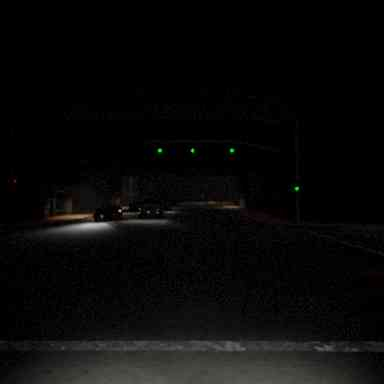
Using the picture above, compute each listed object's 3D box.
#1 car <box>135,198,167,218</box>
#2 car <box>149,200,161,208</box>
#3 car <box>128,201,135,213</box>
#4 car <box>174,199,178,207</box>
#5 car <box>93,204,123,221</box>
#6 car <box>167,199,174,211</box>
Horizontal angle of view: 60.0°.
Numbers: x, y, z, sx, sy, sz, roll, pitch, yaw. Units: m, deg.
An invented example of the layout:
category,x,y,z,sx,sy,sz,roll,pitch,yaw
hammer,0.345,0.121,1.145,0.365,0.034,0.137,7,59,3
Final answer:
category,x,y,z,sx,sy,sz,roll,pitch,yaw
car,-4.230,1.644,35.114,2.150,2.045,5.566,0,-1,0
car,-7.401,2.375,67.096,1.994,1.385,4.181,0,-1,0
car,-7.646,2.060,46.274,1.837,1.490,4.892,0,-1,0
car,-3.898,2.170,67.255,2.097,1.767,4.553,0,-1,0
car,-7.757,1.865,31.170,2.128,1.511,4.902,0,-1,0
car,-4.109,2.126,49.973,1.812,1.442,4.674,0,0,0
